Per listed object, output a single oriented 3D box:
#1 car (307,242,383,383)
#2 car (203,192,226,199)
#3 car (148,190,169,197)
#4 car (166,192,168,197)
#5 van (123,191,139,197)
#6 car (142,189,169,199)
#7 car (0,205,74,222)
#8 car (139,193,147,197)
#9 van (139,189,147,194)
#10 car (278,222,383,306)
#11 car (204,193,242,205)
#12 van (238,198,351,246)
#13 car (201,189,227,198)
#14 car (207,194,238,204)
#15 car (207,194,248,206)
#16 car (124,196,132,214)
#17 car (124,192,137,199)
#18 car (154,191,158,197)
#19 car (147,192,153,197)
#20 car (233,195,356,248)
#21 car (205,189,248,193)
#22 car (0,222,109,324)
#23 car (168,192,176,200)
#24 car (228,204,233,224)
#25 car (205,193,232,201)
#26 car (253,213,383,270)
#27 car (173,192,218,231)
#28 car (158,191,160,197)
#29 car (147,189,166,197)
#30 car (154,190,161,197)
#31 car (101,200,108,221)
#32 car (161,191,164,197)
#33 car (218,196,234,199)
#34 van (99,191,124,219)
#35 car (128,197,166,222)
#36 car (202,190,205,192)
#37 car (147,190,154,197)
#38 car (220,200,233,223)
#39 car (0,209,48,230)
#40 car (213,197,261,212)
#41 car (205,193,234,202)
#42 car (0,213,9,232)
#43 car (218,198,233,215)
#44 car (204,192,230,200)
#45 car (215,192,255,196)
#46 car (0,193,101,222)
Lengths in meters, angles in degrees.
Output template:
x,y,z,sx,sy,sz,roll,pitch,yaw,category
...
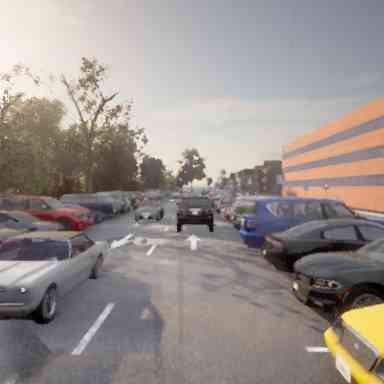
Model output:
x,y,z,sx,sy,sz,roll,pitch,yaw,category
4.239,1.482,3.416,5.366,1.575,1.946,0,0,0,car
4.763,0.646,71.247,4.674,1.452,2.002,0,1,0,car
-7.721,0.352,76.873,4.553,1.767,2.185,0,0,0,car
-7.833,0.647,68.397,4.892,1.521,2.231,0,1,0,car
-8.109,1.022,34.515,4.442,1.987,1.878,0,1,0,van
-7.785,0.344,71.092,5.566,2.045,2.435,0,1,0,car
-8.067,1.499,14.610,4.792,1.488,2.163,0,0,0,car
-7.983,1.199,37.343,4.892,1.521,2.231,0,1,0,car
-8.077,0.922,40.165,4.442,1.987,1.878,0,1,0,van
4.444,1.485,6.241,5.008,1.535,2.097,0,0,0,car
4.463,1.008,48.644,5.366,1.575,1.946,0,1,0,car
4.364,1.259,14.718,4.442,1.987,1.878,0,0,0,van
4.804,0.301,74.066,5.566,2.045,2.435,0,1,0,car
4.665,1.002,51.469,4.674,1.452,2.002,0,1,0,car
4.820,1.059,45.817,5.366,1.575,1.946,0,1,0,car
-8.053,1.377,28.876,4.792,1.488,2.163,0,1,0,car
-7.976,1.174,31.570,4.553,1.767,2.185,0,1,0,car
-7.915,1.000,48.511,5.008,1.535,2.097,0,1,0,car
-7.954,1.100,42.865,5.008,1.535,2.097,0,1,0,car
4.495,1.234,11.892,5.566,2.045,2.435,0,0,0,car
4.565,0.960,37.338,5.566,2.045,2.435,0,1,0,car
-3.321,1.597,7.276,1.895,1.301,4.718,0,0,0,car
-2.965,0.778,63.830,1.812,1.442,4.674,0,1,1,car
4.492,1.525,17.543,4.674,1.452,2.002,0,0,0,car
4.702,0.852,59.945,4.674,1.452,2.002,0,1,0,car
4.447,1.485,9.066,5.008,1.535,2.097,0,0,0,car
0.192,1.215,20.813,2.150,2.045,5.566,0,0,0,car
-7.911,0.950,51.334,5.008,1.535,2.097,0,1,0,car
-7.846,0.750,62.751,4.892,1.521,2.231,0,1,0,car
-7.921,0.928,54.282,4.792,1.488,2.163,0,1,0,car
-8.062,1.466,20.269,5.008,1.535,2.097,0,0,0,car
-7.873,0.848,57.105,5.008,1.535,2.097,0,1,0,car
4.556,1.361,28.867,5.008,1.535,2.097,0,1,0,car
-7.917,1.171,26.044,4.442,1.987,1.878,0,1,0,van
-3.189,1.423,25.644,2.128,1.511,4.902,0,1,1,car
0.315,0.938,45.261,2.097,1.767,4.553,0,1,0,car
-7.965,0.924,45.686,4.553,1.767,2.185,0,1,0,car
4.520,1.496,23.208,4.674,1.452,2.002,0,1,0,car
-8.082,1.500,11.786,4.792,1.488,2.163,0,0,0,car
4.576,1.301,34.518,4.674,1.452,2.002,0,1,0,car
4.720,0.892,57.119,4.792,1.488,2.163,0,1,0,car
-8.132,1.471,9.088,4.892,1.521,2.231,0,0,0,car
4.539,1.451,26.042,4.674,1.452,2.002,0,1,0,car
4.721,0.802,62.771,4.674,1.452,2.002,0,1,0,car
4.533,1.186,31.690,4.553,1.767,2.185,0,1,0,car
-8.054,1.218,17.434,5.566,2.045,2.435,0,0,0,car
